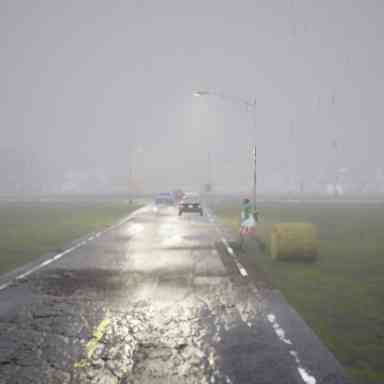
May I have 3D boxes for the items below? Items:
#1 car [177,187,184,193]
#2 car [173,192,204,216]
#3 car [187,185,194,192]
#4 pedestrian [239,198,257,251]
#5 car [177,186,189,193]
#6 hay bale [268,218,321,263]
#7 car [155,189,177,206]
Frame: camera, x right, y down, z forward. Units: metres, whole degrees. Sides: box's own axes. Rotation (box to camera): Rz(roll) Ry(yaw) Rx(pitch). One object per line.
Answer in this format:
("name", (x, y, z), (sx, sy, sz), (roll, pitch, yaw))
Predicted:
("car", (-3.303, -0.595, 93.545), (1.837, 1.490, 4.892), (0, 1, 0))
("car", (-0.086, 0.985, 25.474), (2.033, 1.411, 5.357), (0, 1, 0))
("car", (-0.535, -0.578, 90.418), (2.033, 1.411, 5.357), (0, 1, 0))
("pedestrian", (1.890, 1.047, 11.235), (0.375, 1.860, 0.375), (0, 1, 4))
("car", (-2.786, 0.376, 44.095), (2.097, 1.767, 4.553), (-1, 2, -31))
("hay bale", (3.066, 1.431, 10.091), (1.220, 1.180, 1.240), (0, 1, 0))
("car", (-2.970, 0.671, 36.941), (1.882, 1.535, 5.008), (0, 1, 0))
